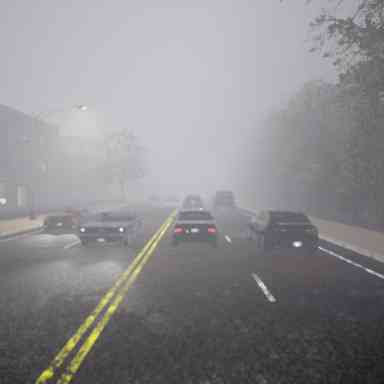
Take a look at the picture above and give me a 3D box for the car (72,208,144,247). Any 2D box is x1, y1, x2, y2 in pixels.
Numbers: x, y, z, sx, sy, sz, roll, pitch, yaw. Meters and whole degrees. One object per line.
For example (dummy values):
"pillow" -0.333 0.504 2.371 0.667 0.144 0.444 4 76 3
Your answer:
"car" -3.350 1.468 14.533 1.895 1.301 4.718 0 1 0

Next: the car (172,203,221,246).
"car" 0.103 1.415 14.495 2.033 1.411 5.357 0 0 0

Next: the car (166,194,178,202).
"car" -3.395 1.080 57.468 1.895 1.301 4.718 0 1 0

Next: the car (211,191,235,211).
"car" 3.353 0.893 36.080 2.150 2.045 5.566 0 1 0

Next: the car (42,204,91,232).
"car" -6.598 1.395 18.512 1.994 1.385 4.181 0 1 0

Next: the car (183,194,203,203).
"car" 0.104 1.033 35.132 2.097 1.767 4.553 0 1 0

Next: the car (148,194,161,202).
"car" -6.685 1.019 60.155 1.994 1.385 4.181 0 1 0

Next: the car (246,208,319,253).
"car" 3.351 1.386 13.003 1.837 1.490 4.892 0 1 0
